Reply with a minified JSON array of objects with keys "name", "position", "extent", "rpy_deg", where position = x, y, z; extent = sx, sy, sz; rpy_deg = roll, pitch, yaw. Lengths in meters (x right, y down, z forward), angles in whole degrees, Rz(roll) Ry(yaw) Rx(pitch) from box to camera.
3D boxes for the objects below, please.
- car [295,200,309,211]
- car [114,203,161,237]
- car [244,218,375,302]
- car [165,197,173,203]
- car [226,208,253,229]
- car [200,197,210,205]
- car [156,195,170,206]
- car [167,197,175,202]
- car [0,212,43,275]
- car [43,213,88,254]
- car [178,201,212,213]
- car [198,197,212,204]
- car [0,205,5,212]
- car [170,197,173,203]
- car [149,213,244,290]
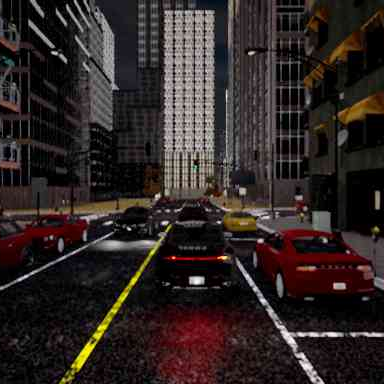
[{"name":"car","position":[14.232,1.443,38.450],"extent":[4.507,1.381,1.887],"rpy_deg":[-1,1,0]},{"name":"car","position":[-3.032,1.596,18.642],"extent":[1.837,1.490,4.892],"rpy_deg":[0,-1,0]},{"name":"car","position":[2.679,1.584,8.271],"extent":[1.887,1.381,4.507],"rpy_deg":[-1,0,0]},{"name":"car","position":[-5.743,1.937,84.908],"extent":[1.752,1.417,4.829],"rpy_deg":[-1,0,0]},{"name":"car","position":[2.672,1.618,19.488],"extent":[1.752,1.417,4.829],"rpy_deg":[-1,0,0]},{"name":"car","position":[2.646,1.856,68.573],"extent":[1.752,1.417,4.829],"rpy_deg":[-1,0,0]},{"name":"car","position":[-5.730,1.847,62.840],"extent":[1.887,1.381,4.507],"rpy_deg":[-1,0,0]},{"name":"car","position":[-5.745,1.984,90.637],"extent":[1.887,1.381,4.507],"rpy_deg":[-1,0,0]},{"name":"car","position":[-5.703,1.480,8.281],"extent":[1.967,1.590,4.097],"rpy_deg":[-1,0,0]},{"name":"car","position":[-5.705,1.610,13.805],"extent":[1.887,1.381,4.507],"rpy_deg":[-1,0,0]},{"name":"car","position":[0.086,1.583,22.126],"extent":[1.882,1.535,5.008],"rpy_deg":[0,0,0]},{"name":"car","position":[2.648,1.743,62.844],"extent":[1.967,1.590,4.097],"rpy_deg":[-1,0,0]},{"name":"car","position":[-23.867,1.931,38.104],"extent":[4.097,1.590,1.967],"rpy_deg":[-1,1,0]},{"name":"car","position":[-5.735,1.645,68.401],"extent":[2.192,1.841,5.009],"rpy_deg":[-1,0,0]},{"name":"car","position":[0.095,1.550,9.172],"extent":[1.837,1.490,4.892],"rpy_deg":[0,0,0]}]
